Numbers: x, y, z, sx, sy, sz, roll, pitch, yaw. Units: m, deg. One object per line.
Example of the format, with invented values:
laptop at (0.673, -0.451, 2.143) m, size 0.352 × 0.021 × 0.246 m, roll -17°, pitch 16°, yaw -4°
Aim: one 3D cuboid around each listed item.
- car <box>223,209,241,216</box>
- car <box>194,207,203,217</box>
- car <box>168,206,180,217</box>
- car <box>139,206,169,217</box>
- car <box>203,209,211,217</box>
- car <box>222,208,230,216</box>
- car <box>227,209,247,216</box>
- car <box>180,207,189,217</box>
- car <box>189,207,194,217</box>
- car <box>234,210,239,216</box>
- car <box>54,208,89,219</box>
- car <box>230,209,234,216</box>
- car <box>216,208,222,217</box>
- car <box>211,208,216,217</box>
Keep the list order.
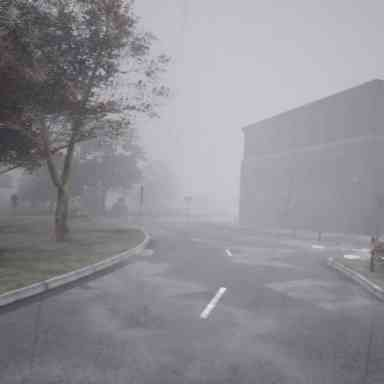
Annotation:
car at (10.749, 5.438, 88.656) m, size 4.553 × 1.767 × 2.185 m, roll 1°, pitch -2°, yaw 15°
car at (-1.132, 4.487, 71.499) m, size 5.366 × 1.575 × 1.946 m, roll 2°, pitch -2°, yaw 13°
car at (-5.828, 3.658, 64.030) m, size 5.566 × 2.045 × 2.435 m, roll 2°, pitch -3°, yaw 13°
car at (-7.409, 3.713, 61.515) m, size 4.892 × 1.521 × 2.231 m, roll 2°, pitch -3°, yaw 12°
car at (0.735, 4.428, 73.949) m, size 5.566 × 2.045 × 2.435 m, roll 2°, pitch -3°, yaw 14°
car at (5.668, 4.912, 81.334) m, size 5.566 × 2.045 × 2.435 m, roll 1°, pitch -2°, yaw 14°
car at (12.304, 5.683, 91.112) m, size 5.366 × 1.575 × 1.946 m, roll 1°, pitch -2°, yaw 15°
car at (-4.157, 3.858, 66.517) m, size 5.566 × 2.045 × 2.435 m, roll 2°, pitch -3°, yaw 13°
car at (-2.603, 4.178, 69.002) m, size 4.553 × 1.767 × 2.185 m, roll 2°, pitch -3°, yaw 13°
car at (9.072, 5.438, 86.205) m, size 5.008 × 1.535 × 2.097 m, roll 1°, pitch -2°, yaw 15°
car at (-14.831, 2.608, 41.005) m, size 4.181 × 1.385 × 1.994 m, roll -1°, pitch -4°, yaw 22°
car at (7.368, 5.307, 83.776) m, size 4.892 × 1.521 × 2.231 m, roll 1°, pitch -2°, yaw 14°
car at (3.983, 5.041, 78.870) m, size 4.792 × 1.488 × 2.163 m, roll 2°, pitch -2°, yaw 14°
car at (2.384, 4.725, 76.405) m, size 4.553 × 1.767 × 2.185 m, roll 2°, pitch -2°, yaw 14°
